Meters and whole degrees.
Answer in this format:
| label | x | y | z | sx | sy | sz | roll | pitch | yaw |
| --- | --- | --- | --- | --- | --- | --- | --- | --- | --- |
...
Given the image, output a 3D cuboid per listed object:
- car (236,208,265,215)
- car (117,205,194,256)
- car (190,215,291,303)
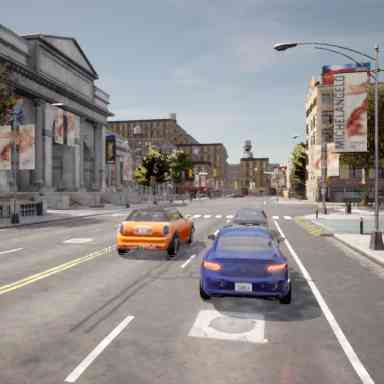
| label | x | y | z | sx | sy | sz | roll | pitch | yaw |
| --- | --- | --- | --- | --- | --- | --- | --- | --- | --- |
| car | 3.091 | 1.547 | 17.537 | 2.033 | 1.411 | 5.357 | 0 | 0 | 11 |
| car | -1.267 | 1.351 | 13.353 | 2.097 | 1.767 | 4.553 | 0 | 0 | 11 |
| car | 1.314 | 1.526 | 8.176 | 1.812 | 1.442 | 4.674 | 0 | 0 | 10 |
